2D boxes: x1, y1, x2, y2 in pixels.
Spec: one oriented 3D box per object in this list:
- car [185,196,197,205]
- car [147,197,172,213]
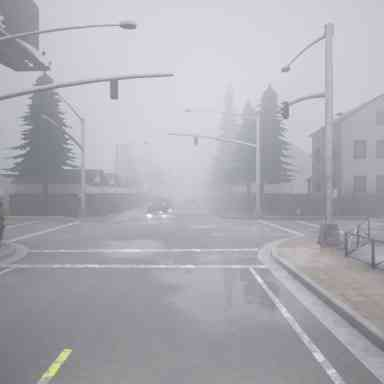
[{"bbox_3d":[-0.155,1.491,59.151,2.128,1.511,4.902,0,0,0],"label":"car"},{"bbox_3d":[-3.695,1.352,36.946,2.097,1.767,4.553,0,0,0],"label":"car"}]
